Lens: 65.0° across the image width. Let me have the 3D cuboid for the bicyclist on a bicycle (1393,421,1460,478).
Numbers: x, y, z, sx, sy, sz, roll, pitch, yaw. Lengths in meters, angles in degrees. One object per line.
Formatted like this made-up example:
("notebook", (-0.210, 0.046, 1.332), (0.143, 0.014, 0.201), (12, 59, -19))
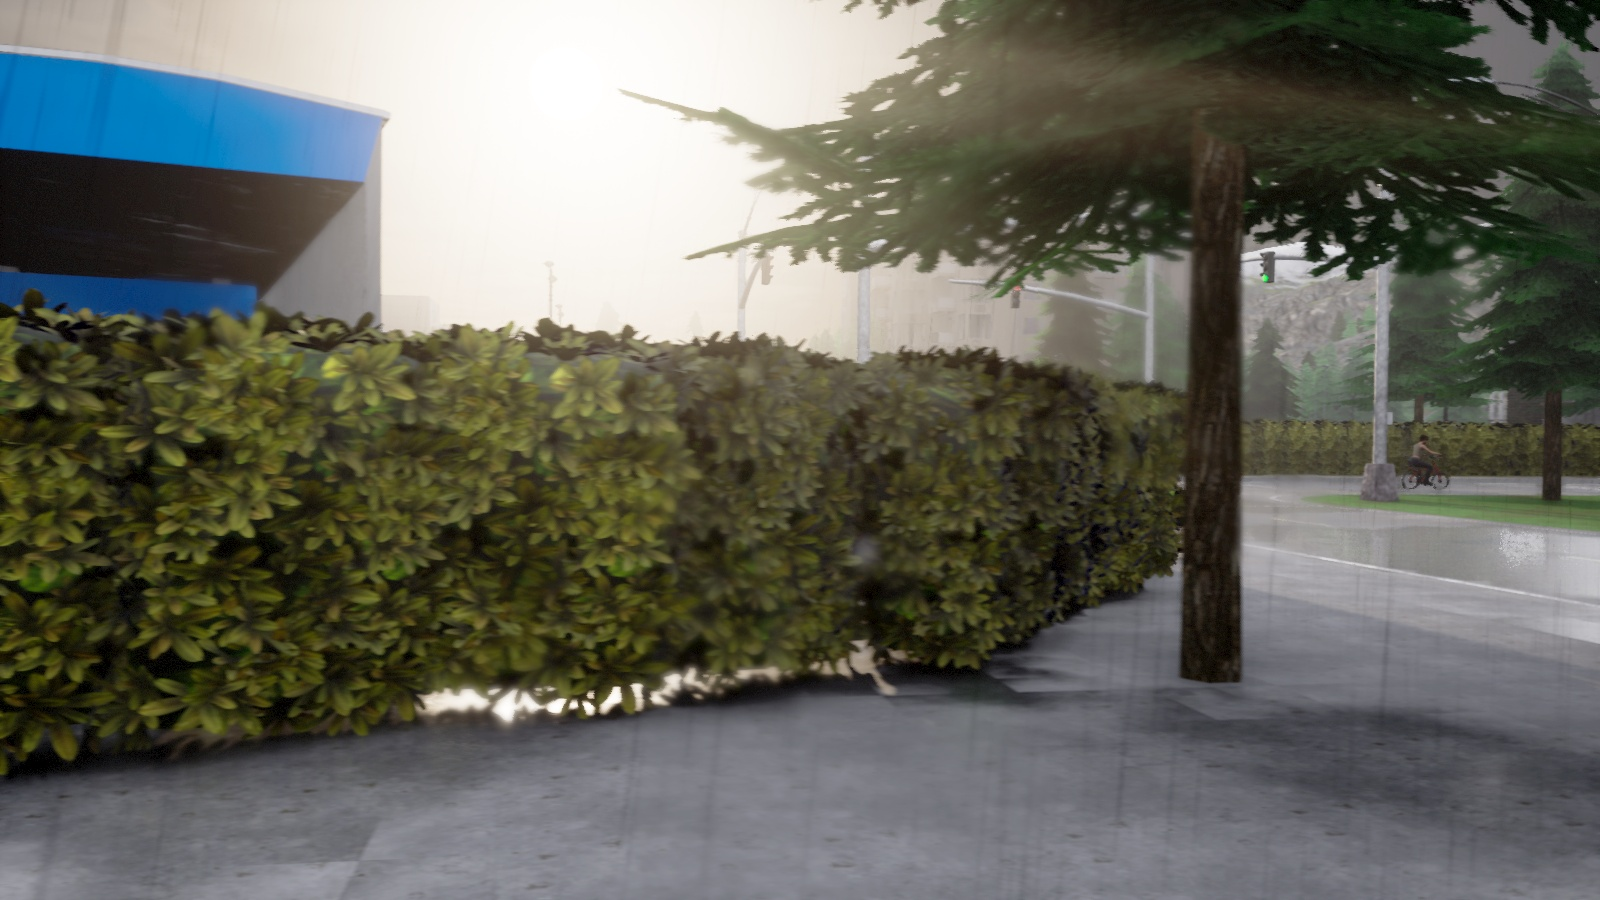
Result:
("bicyclist on a bicycle", (18.084, -0.020, 36.258), (1.509, 1.612, 0.866), (-1, 1, -9))
